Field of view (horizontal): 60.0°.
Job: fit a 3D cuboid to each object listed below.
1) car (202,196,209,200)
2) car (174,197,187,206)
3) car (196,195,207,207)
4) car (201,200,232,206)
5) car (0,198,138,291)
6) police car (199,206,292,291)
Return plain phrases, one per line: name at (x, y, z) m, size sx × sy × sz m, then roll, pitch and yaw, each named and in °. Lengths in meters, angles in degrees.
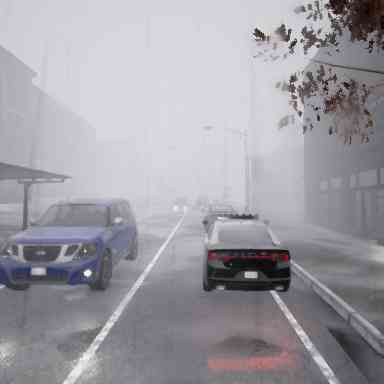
car at (1.826, 1.348, 25.193) m, size 1.801 × 1.575 × 5.366 m, roll 0°, pitch 0°, yaw 2°
car at (-1.702, 1.375, 51.001) m, size 1.895 × 1.301 × 4.718 m, roll 0°, pitch 0°, yaw 2°
car at (1.569, 1.392, 45.902) m, size 1.895 × 1.301 × 4.718 m, roll 0°, pitch 0°, yaw 2°
car at (1.604, 1.437, 19.001) m, size 1.837 × 1.490 × 4.892 m, roll 0°, pitch 0°, yaw 2°
car at (-2.963, 1.209, 9.350) m, size 2.150 × 2.045 × 5.566 m, roll 0°, pitch 0°, yaw 2°
police car at (1.245, 1.412, 9.108) m, size 1.930 × 1.638 × 5.238 m, roll 0°, pitch 0°, yaw 2°
